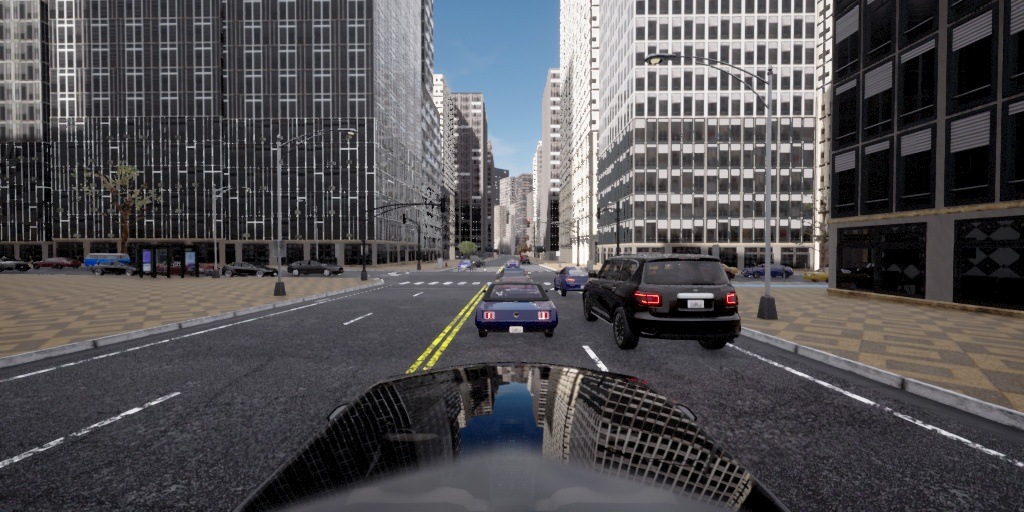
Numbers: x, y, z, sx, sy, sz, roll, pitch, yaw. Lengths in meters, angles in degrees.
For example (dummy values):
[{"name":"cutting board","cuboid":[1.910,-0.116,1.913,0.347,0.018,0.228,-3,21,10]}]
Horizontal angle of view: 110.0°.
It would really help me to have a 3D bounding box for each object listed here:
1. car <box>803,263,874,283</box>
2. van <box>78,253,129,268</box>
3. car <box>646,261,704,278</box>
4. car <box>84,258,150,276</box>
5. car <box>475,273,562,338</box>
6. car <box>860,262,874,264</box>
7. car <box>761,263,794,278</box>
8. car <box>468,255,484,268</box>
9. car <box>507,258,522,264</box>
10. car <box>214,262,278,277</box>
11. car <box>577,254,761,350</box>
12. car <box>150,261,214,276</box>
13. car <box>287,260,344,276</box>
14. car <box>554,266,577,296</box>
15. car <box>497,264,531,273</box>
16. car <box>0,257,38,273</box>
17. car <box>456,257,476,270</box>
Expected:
[{"name":"car","cuboid":[27.618,1.579,30.493,4.829,1.417,1.751,0,0,1]},{"name":"van","cuboid":[-45.319,0.605,40.124,3.998,1.789,1.690,0,0,1]},{"name":"car","cuboid":[16.492,1.341,36.454,5.008,1.535,1.882,1,1,1]},{"name":"car","cuboid":[-34.121,1.069,31.473,4.313,1.339,1.948,0,0,1]},{"name":"car","cuboid":[0.095,1.347,10.194,1.895,1.301,4.718,0,0,0]},{"name":"car","cuboid":[35.906,1.385,36.123,4.553,1.767,2.097,0,1,1]},{"name":"car","cuboid":[25.805,1.471,36.305,4.674,1.442,1.812,1,1,1]},{"name":"car","cuboid":[-6.623,0.925,61.183,2.150,2.045,5.566,0,0,0]},{"name":"car","cuboid":[0.105,1.314,53.111,1.895,1.301,4.718,0,0,-1]},{"name":"car","cuboid":[-22.756,1.174,31.176,4.313,1.339,1.948,0,0,1]},{"name":"car","cuboid":[3.345,0.968,9.233,2.150,2.045,5.566,0,0,0]},{"name":"car","cuboid":[-28.440,1.138,31.305,4.207,1.307,1.802,0,0,1]},{"name":"car","cuboid":[-18.465,1.107,33.798,4.892,1.490,1.837,1,1,1]},{"name":"car","cuboid":[3.336,1.267,18.924,1.812,1.442,4.674,0,0,0]},{"name":"car","cuboid":[0.088,1.305,18.931,1.994,1.385,4.181,0,0,0]},{"name":"car","cuboid":[-49.435,0.825,34.458,4.892,1.490,1.837,0,1,2]},{"name":"car","cuboid":[-6.630,1.241,51.221,1.812,1.442,4.674,0,0,-2]}]
